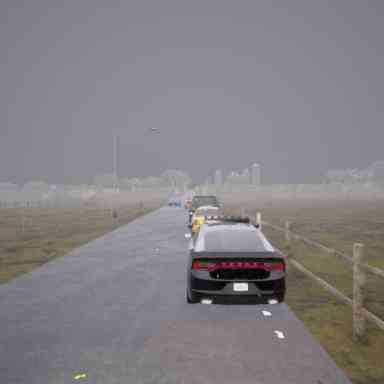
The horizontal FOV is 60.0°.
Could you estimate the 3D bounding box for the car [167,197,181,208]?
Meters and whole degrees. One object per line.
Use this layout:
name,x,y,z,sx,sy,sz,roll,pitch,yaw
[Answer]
car,-2.649,1.495,50.116,1.882,1.535,5.008,0,0,0

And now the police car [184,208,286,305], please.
police car,0.842,1.425,8.291,1.930,1.638,5.238,0,0,0

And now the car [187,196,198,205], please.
car,0.119,1.543,58.431,1.812,1.442,4.674,0,0,0

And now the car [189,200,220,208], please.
car,0.862,1.457,18.371,1.801,1.575,5.366,0,0,0

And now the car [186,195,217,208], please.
car,0.875,1.228,24.212,2.150,2.045,5.566,0,0,0
